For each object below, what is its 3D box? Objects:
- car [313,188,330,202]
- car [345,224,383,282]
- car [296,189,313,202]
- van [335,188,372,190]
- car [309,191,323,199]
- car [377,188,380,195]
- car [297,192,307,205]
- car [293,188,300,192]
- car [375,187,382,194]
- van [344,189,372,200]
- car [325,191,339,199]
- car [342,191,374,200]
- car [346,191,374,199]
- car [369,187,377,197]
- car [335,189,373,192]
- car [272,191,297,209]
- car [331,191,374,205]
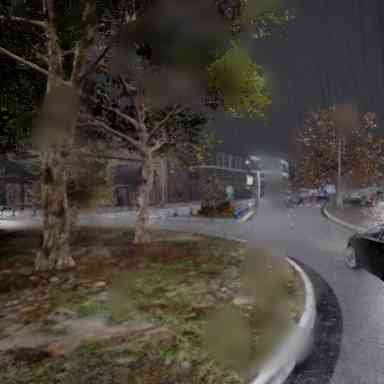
[{"bbox_3d":[22.990,0.632,57.769,2.150,2.045,5.566,0,1,30],"label":"car"},{"bbox_3d":[5.349,1.518,8.256,2.128,1.511,4.902,0,0,10],"label":"car"},{"bbox_3d":[20.422,0.763,59.328,2.097,1.767,4.553,0,1,30],"label":"car"},{"bbox_3d":[25.222,0.739,52.095,4.442,1.987,1.878,0,1,29],"label":"van"},{"bbox_3d":[25.346,0.522,67.907,1.837,1.490,4.892,0,1,32],"label":"car"},{"bbox_3d":[37.782,0.378,73.072,4.892,1.521,2.231,0,2,34],"label":"car"},{"bbox_3d":[15.747,1.174,50.556,1.994,1.385,4.181,0,1,29],"label":"car"},{"bbox_3d":[24.428,0.406,82.929,2.163,1.488,4.792,0,1,34],"label":"car"},{"bbox_3d":[40.877,0.251,77.724,4.792,1.488,2.163,0,1,35],"label":"car"},{"bbox_3d":[30.695,0.501,61.405,4.442,1.987,1.878,0,1,31],"label":"van"},{"bbox_3d":[28.141,0.525,66.728,1.837,1.490,4.892,0,1,32],"label":"car"},{"bbox_3d":[31.829,0.658,63.915,5.366,1.575,1.946,0,1,31],"label":"car"},{"bbox_3d":[33.405,0.633,66.152,4.674,1.452,2.002,0,1,32],"label":"car"},{"bbox_3d":[26.658,0.658,54.438,5.566,2.045,2.435,0,1,29],"label":"car"},{"bbox_3d":[24.034,0.895,49.606,4.553,1.767,2.185,0,1,29],"label":"car"},{"bbox_3d":[11.399,1.140,41.485,2.097,1.767,4.553,0,1,24],"label":"car"},{"bbox_3d":[22.684,1.075,47.208,4.892,1.521,2.231,0,1,29],"label":"car"}]
